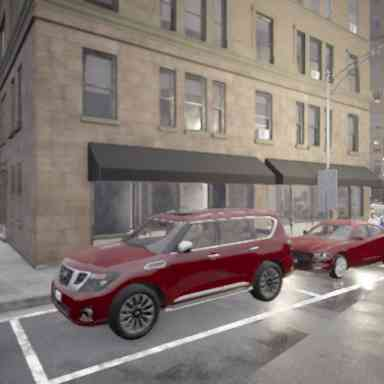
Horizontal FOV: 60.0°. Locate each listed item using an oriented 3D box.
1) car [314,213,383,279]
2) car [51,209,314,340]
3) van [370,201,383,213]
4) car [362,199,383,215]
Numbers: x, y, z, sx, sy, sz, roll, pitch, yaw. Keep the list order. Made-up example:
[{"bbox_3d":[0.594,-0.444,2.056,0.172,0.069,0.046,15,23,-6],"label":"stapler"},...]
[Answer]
[{"bbox_3d":[4.487,1.530,9.963,4.507,1.381,1.887,0,0,-36],"label":"car"},{"bbox_3d":[-0.061,1.309,6.718,5.009,1.841,2.192,0,0,-35],"label":"car"},{"bbox_3d":[9.034,1.318,13.206,3.998,1.788,1.690,0,0,-36],"label":"van"},{"bbox_3d":[19.402,1.476,32.444,1.812,1.442,4.674,1,0,-36],"label":"car"}]
